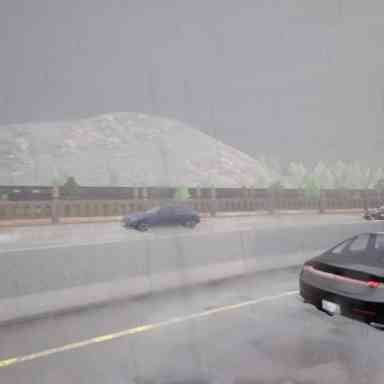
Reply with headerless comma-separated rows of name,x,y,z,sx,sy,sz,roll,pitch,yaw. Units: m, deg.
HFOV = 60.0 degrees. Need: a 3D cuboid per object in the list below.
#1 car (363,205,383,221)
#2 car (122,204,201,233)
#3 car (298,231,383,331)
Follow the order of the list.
car,14.075,1.478,23.011,4.674,1.442,1.812,0,0,-23
car,-1.676,1.451,19.171,4.674,1.442,1.812,0,0,-29
car,4.129,1.478,6.142,4.902,1.511,2.128,0,0,-31
